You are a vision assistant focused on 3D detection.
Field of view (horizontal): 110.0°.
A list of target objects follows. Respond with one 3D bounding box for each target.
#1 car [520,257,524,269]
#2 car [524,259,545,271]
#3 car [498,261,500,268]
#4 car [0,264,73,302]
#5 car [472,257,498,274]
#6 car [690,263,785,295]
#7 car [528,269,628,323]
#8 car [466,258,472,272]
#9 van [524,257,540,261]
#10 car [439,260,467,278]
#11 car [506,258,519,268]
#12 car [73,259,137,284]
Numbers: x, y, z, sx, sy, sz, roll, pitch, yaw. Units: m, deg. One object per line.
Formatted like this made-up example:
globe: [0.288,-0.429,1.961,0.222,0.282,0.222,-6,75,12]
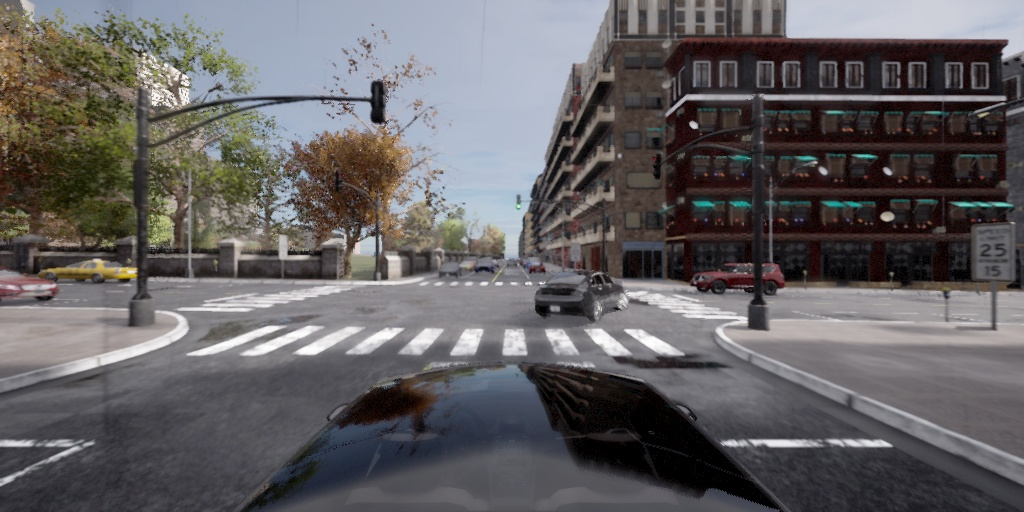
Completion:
car: [2.687,1.178,56.324,1.967,1.591,4.097,0,0,0]
car: [2.688,1.279,39.433,1.888,1.381,4.507,0,0,0]
car: [-3.054,1.265,58.680,1.812,1.442,4.674,0,0,1]
car: [-18.963,0.994,12.771,4.207,1.307,1.802,0,0,-1]
car: [-3.095,1.085,41.523,2.097,1.767,4.553,0,0,0]
car: [13.448,1.336,21.463,5.009,1.841,2.192,0,0,-1]
car: [2.513,1.258,12.350,1.837,1.490,4.892,-2,-1,32]
car: [-5.693,1.259,44.894,1.751,1.417,4.829,0,0,0]
van: [2.688,1.075,45.064,1.690,1.789,3.998,0,0,0]
car: [-5.692,1.299,33.803,1.948,1.339,4.313,0,0,0]
car: [-0.005,1.233,62.102,2.128,1.511,4.902,0,0,0]
car: [-24.744,0.862,21.096,4.829,1.417,1.751,0,0,-1]
